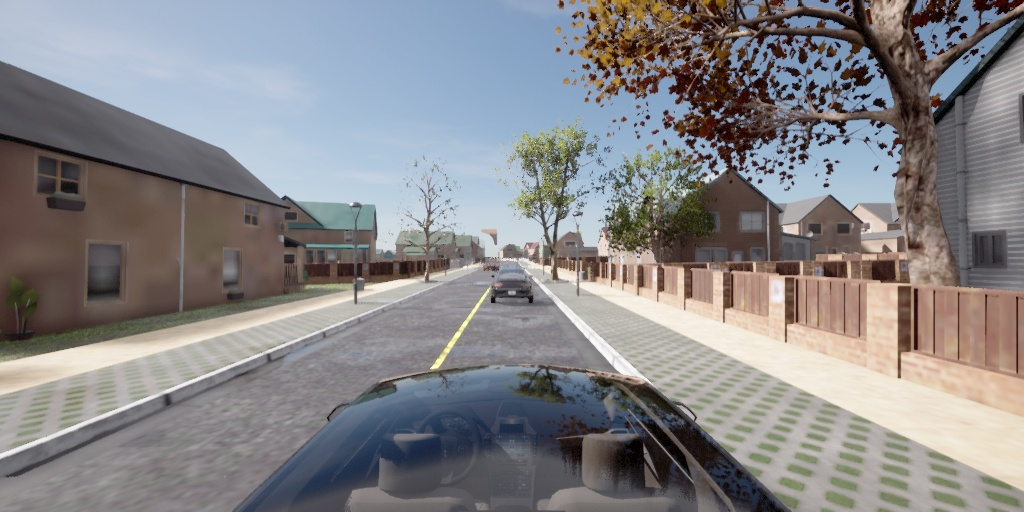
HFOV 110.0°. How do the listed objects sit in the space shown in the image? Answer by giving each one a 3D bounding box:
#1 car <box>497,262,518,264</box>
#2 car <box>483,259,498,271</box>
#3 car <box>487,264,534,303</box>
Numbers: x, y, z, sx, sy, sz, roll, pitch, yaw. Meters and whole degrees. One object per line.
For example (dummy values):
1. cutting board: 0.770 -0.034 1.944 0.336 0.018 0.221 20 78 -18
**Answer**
1. car: 0.000 1.328 31.506 2.033 1.411 5.357 0 0 0
2. car: -2.750 1.177 48.541 2.097 1.767 4.553 0 0 0
3. car: 0.000 1.288 16.503 1.812 1.442 4.674 0 0 0
